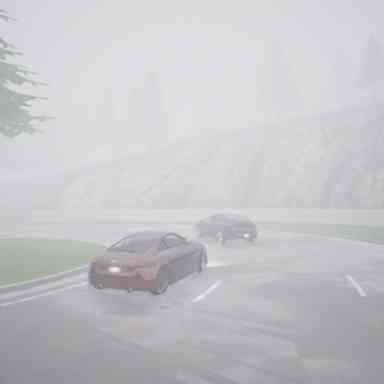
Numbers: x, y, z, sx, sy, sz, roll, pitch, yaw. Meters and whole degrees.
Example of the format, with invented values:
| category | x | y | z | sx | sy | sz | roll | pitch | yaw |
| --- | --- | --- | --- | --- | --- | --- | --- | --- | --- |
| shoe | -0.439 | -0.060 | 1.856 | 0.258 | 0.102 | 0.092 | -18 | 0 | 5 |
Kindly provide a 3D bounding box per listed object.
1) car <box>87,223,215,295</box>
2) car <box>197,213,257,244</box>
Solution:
| category | x | y | z | sx | sy | sz | roll | pitch | yaw |
| --- | --- | --- | --- | --- | --- | --- | --- | --- | --- |
| car | -1.043 | 1.813 | 9.584 | 1.994 | 1.385 | 4.181 | -1 | -1 | 22 |
| car | 1.701 | 1.922 | 18.296 | 1.837 | 1.490 | 4.892 | 2 | -2 | -22 |
